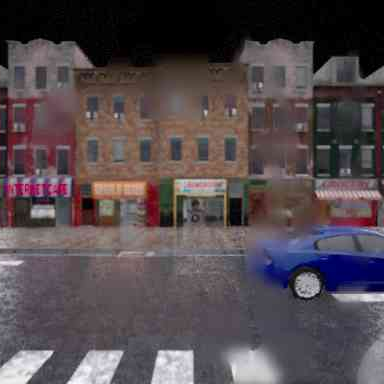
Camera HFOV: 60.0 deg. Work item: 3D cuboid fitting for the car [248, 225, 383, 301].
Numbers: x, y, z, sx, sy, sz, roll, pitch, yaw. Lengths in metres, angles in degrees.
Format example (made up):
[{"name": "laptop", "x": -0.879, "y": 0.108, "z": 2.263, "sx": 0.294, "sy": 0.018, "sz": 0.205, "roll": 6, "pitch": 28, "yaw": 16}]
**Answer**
[{"name": "car", "x": 3.892, "y": 1.573, "z": 8.013, "sx": 5.008, "sy": 1.535, "sz": 1.882, "roll": 0, "pitch": 0, "yaw": 0}]
